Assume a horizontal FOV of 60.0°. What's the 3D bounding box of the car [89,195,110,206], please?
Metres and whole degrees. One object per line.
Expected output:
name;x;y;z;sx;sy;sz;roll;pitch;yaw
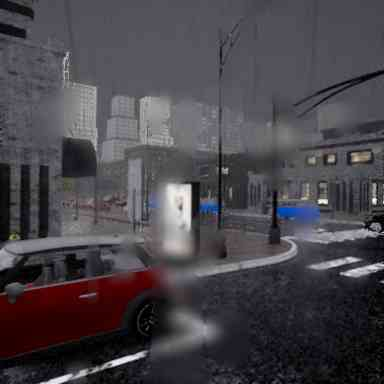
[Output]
car;-17.535;1.585;63.014;2.192;1.841;5.009;0;-1;-36

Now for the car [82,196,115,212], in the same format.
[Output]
car;-11.371;1.547;40.226;1.967;1.590;4.097;1;0;-36

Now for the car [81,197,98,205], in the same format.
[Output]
car;-20.875;1.816;67.621;1.752;1.417;4.829;0;-1;-36

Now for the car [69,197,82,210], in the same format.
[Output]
car;-14.612;1.669;44.696;1.887;1.381;4.507;1;0;-36

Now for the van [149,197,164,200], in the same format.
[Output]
van;-4.574;1.539;45.129;1.690;1.788;3.998;1;0;-36

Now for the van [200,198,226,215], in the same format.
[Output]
van;1.906;1.506;36.186;1.690;1.788;3.998;1;0;-36

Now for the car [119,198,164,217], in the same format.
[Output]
car;-4.790;1.600;31.145;1.752;1.417;4.829;1;0;-36

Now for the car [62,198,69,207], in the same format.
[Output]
car;-21.091;1.705;53.638;1.887;1.381;4.507;1;0;-36

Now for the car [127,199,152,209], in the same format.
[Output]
car;-7.915;1.741;49.737;1.752;1.417;4.829;1;0;-36

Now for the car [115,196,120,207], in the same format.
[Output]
car;-11.055;1.799;54.069;1.947;1.339;4.313;1;0;-36

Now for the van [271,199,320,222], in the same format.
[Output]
van;8.387;1.478;27.244;1.690;1.788;3.998;1;0;-36

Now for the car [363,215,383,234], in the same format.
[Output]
car;11.851;1.596;17.880;1.837;1.490;4.892;1;-1;-36

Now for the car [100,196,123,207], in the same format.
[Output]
car;-14.294;1.566;58.543;2.192;1.841;5.009;1;0;-36

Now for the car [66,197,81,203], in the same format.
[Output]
car;-27.255;1.877;76.426;1.887;1.381;4.507;0;-1;-36

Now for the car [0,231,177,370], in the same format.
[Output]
car;-2.329;1.442;4.890;4.097;1.590;1.967;0;0;-36
